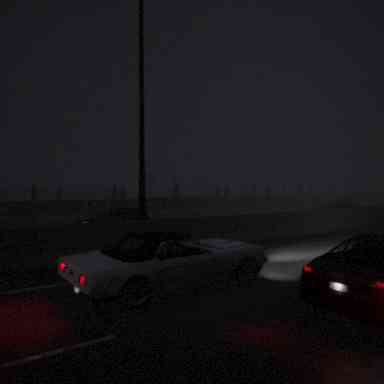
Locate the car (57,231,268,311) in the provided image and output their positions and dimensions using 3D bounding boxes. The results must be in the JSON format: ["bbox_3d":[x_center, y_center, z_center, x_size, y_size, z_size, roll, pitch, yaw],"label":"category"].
[{"bbox_3d":[-0.446,1.572,7.727,4.718,1.301,1.895,-1,0,-36],"label":"car"}]

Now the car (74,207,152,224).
[{"bbox_3d":[-4.230,1.514,18.171,4.181,1.385,1.994,-1,0,-35],"label":"car"}]

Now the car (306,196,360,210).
[{"bbox_3d":[10.271,1.317,24.209,5.008,1.535,1.882,0,0,-35],"label":"car"}]

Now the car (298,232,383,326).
[{"bbox_3d":[4.035,1.513,6.624,4.181,1.385,1.994,-1,0,-35],"label":"car"}]
